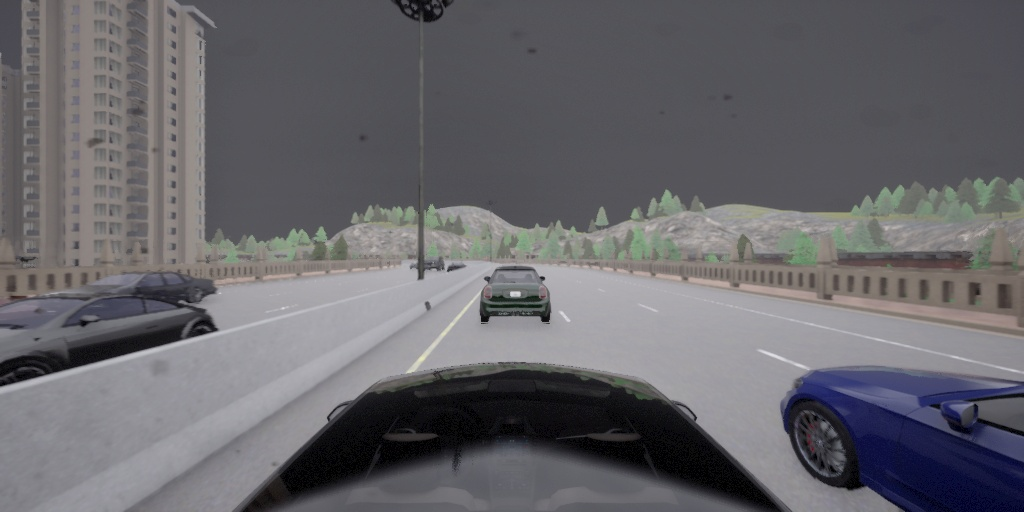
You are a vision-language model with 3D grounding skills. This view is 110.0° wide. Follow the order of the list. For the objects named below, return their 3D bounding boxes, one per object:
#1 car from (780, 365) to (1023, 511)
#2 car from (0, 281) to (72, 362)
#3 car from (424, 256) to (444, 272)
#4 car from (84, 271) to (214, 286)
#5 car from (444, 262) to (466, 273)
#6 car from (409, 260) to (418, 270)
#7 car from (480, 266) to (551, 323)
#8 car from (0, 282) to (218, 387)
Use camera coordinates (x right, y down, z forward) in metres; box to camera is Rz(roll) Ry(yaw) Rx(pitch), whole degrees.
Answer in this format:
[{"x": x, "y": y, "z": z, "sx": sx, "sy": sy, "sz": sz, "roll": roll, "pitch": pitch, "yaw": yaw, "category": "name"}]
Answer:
[{"x": 3.599, "y": 1.275, "z": 1.624, "sx": 1.812, "sy": 1.442, "sz": 4.674, "roll": 0, "pitch": 0, "yaw": 0, "category": "car"}, {"x": -10.602, "y": 1.278, "z": 5.559, "sx": 1.812, "sy": 1.442, "sz": 4.674, "roll": 0, "pitch": 0, "yaw": 0, "category": "car"}, {"x": -10.585, "y": 1.057, "z": 48.763, "sx": 2.150, "sy": 2.045, "sz": 5.566, "roll": 0, "pitch": -1, "yaw": 0, "category": "car"}, {"x": -14.103, "y": 1.303, "z": 13.647, "sx": 2.033, "sy": 1.411, "sz": 5.357, "roll": 0, "pitch": 0, "yaw": 0, "category": "car"}, {"x": -7.096, "y": 1.424, "z": 46.190, "sx": 1.895, "sy": 1.301, "sz": 4.718, "roll": 0, "pitch": 0, "yaw": 0, "category": "car"}, {"x": -14.189, "y": 1.379, "z": 54.441, "sx": 1.812, "sy": 1.442, "sz": 4.674, "roll": 0, "pitch": 0, "yaw": -1, "category": "car"}, {"x": 0.097, "y": 1.106, "z": 12.317, "sx": 2.097, "sy": 1.767, "sz": 4.553, "roll": 0, "pitch": 0, "yaw": 0, "category": "car"}, {"x": -7.102, "y": 1.316, "z": 5.705, "sx": 1.994, "sy": 1.385, "sz": 4.181, "roll": 0, "pitch": 0, "yaw": 0, "category": "car"}]
